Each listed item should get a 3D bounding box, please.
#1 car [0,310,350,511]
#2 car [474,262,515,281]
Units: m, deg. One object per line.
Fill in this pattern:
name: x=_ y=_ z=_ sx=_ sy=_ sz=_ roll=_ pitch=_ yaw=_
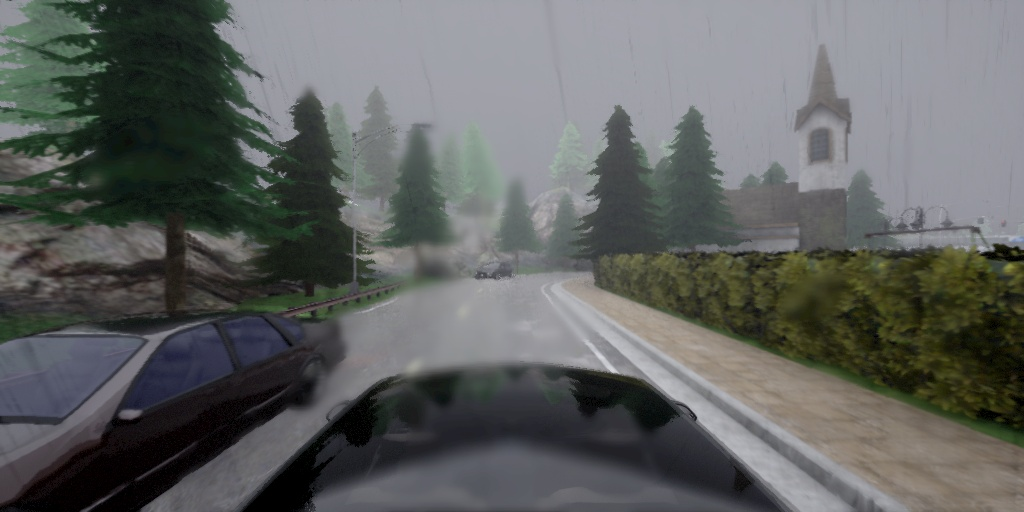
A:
car: x=-3.504 y=1.296 z=3.416 sx=2.033 sy=1.411 sz=5.357 roll=0 pitch=0 yaw=0
car: x=-1.360 y=1.237 z=29.845 sx=1.837 sy=1.490 sz=4.892 roll=-2 pitch=0 yaw=24
